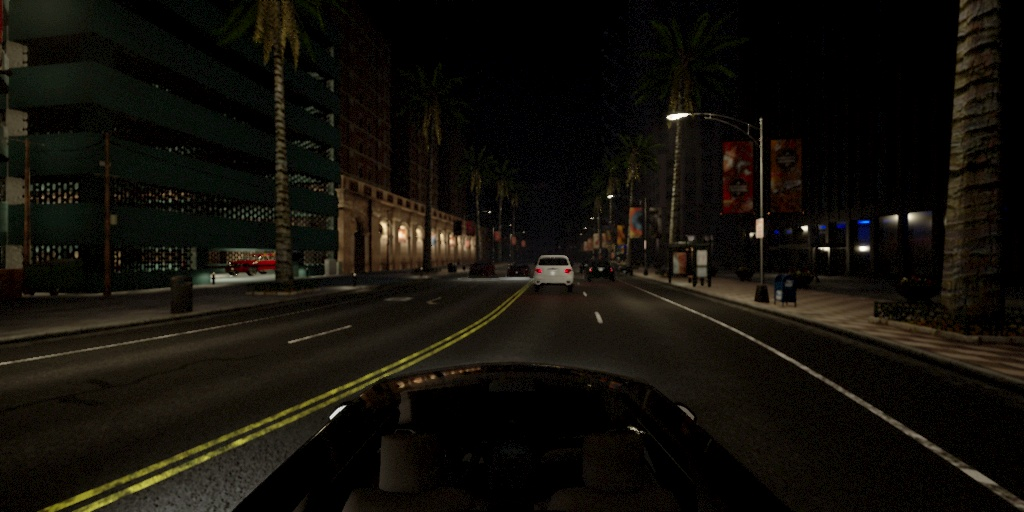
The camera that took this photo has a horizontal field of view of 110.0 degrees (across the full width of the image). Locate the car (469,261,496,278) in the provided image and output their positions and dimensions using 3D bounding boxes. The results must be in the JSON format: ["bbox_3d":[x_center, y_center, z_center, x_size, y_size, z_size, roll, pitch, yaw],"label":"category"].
[{"bbox_3d":[-2.840,1.257,35.076,1.882,1.535,5.008,0,0,8],"label":"car"}]

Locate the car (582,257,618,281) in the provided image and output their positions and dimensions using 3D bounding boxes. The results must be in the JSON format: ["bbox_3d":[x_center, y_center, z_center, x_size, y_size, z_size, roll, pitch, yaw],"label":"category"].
[{"bbox_3d":[7.241,1.125,30.054,2.097,1.767,4.553,0,0,8],"label":"car"}]

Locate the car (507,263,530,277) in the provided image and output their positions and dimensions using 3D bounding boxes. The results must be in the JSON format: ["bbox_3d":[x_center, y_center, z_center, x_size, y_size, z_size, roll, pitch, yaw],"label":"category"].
[{"bbox_3d":[0.706,1.342,35.162,1.994,1.385,4.181,0,0,8],"label":"car"}]

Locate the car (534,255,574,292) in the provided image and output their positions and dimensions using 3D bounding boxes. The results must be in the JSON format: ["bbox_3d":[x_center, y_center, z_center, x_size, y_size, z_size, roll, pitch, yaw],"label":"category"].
[{"bbox_3d":[2.569,0.987,21.932,2.150,2.045,5.566,0,0,8],"label":"car"}]

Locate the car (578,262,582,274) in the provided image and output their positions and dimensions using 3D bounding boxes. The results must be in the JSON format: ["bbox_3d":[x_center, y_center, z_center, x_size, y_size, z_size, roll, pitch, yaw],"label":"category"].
[{"bbox_3d":[9.027,1.286,42.839,1.837,1.490,4.892,0,0,8],"label":"car"}]
